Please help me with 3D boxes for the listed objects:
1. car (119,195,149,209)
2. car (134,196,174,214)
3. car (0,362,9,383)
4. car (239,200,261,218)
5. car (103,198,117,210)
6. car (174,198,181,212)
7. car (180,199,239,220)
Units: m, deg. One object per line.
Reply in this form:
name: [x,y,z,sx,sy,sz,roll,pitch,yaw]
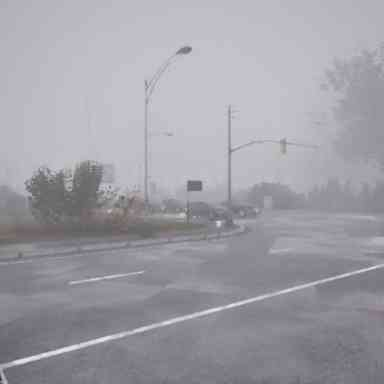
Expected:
car: [-8.029,1.345,45.787,2.097,1.767,4.553,0,0,-39]
car: [-4.457,1.485,35.731,2.128,1.511,4.902,0,0,-39]
car: [-3.273,1.351,1.409,4.553,1.767,2.097,0,0,-36]
car: [4.107,1.483,30.648,2.128,1.511,4.902,0,0,-39]
car: [-10.903,1.499,43.775,1.837,1.490,4.892,0,0,-39]
car: [-1.785,1.497,37.991,1.837,1.490,4.892,0,0,-39]
car: [1.389,1.498,28.410,1.837,1.490,4.892,0,0,-38]
